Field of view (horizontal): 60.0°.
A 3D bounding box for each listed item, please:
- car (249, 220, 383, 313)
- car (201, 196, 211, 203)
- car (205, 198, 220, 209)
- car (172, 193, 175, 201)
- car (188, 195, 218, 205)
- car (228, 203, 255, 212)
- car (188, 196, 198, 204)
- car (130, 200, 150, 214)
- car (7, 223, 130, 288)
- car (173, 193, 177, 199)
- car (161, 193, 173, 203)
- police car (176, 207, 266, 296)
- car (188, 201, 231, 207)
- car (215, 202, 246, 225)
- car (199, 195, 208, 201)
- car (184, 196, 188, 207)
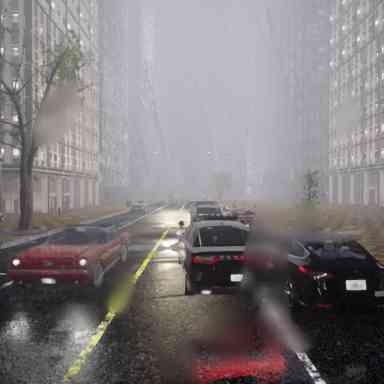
[{"bbox_3d":[2.705,1.564,7.544,1.947,1.339,4.313,-1,0,0],"label":"car"},{"bbox_3d":[2.904,1.521,69.614,2.008,1.369,4.403,-1,0,0],"label":"car"},{"bbox_3d":[2.831,1.528,47.044,1.887,1.381,4.507,-1,0,0],"label":"car"},{"bbox_3d":[-5.459,1.548,75.263,1.802,1.307,4.206,-1,0,0],"label":"car"},{"bbox_3d":[0.925,1.345,24.782,2.097,1.767,4.553,0,0,0],"label":"car"},{"bbox_3d":[2.740,1.540,18.829,1.887,1.381,4.507,-1,0,0],"label":"car"},{"bbox_3d":[0.201,1.538,63.810,1.994,1.385,4.181,0,0,0],"label":"car"},{"bbox_3d":[-5.586,1.539,35.774,2.008,1.369,4.403,-1,0,0],"label":"car"},{"bbox_3d":[-3.072,1.599,9.332,1.895,1.301,4.718,0,0,0],"label":"car"},{"bbox_3d":[-5.426,1.271,86.546,2.192,1.841,5.009,-1,0,0],"label":"car"},{"bbox_3d":[-5.478,1.495,69.452,1.752,1.417,4.829,-1,0,0],"label":"car"},{"bbox_3d":[0.632,1.423,8.879,1.930,1.638,5.238,0,0,-5],"label":"police car"},{"bbox_3d":[0.877,1.501,18.812,1.837,1.490,4.892,0,0,0],"label":"car"},{"bbox_3d":[2.759,1.518,24.642,1.752,1.417,4.829,-1,0,0],"label":"car"},{"bbox_3d":[2.958,1.507,86.543,2.008,1.369,4.403,-1,0,0],"label":"car"},{"bbox_3d":[0.191,1.548,46.462,1.994,1.385,4.181,0,0,-1],"label":"car"}]
